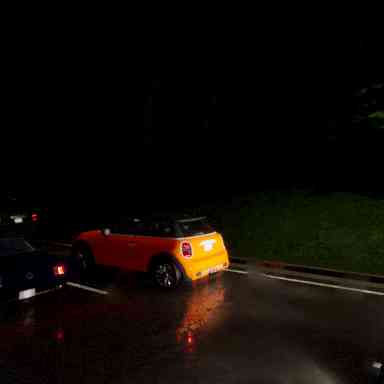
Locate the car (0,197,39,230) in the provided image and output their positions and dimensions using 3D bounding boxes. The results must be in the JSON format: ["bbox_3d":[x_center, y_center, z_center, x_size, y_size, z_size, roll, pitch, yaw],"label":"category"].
[{"bbox_3d":[-9.083,1.222,14.777,5.566,2.045,2.150,0,0,36],"label":"car"}]

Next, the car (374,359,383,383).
[{"bbox_3d":[3.708,1.547,1.341,5.357,1.411,2.033,0,0,35],"label":"car"}]

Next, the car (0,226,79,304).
[{"bbox_3d":[-4.863,1.601,7.465,4.718,1.301,1.895,0,0,35],"label":"car"}]

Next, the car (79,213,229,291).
[{"bbox_3d":[-1.337,1.352,9.251,4.553,1.767,2.097,0,0,36],"label":"car"}]
